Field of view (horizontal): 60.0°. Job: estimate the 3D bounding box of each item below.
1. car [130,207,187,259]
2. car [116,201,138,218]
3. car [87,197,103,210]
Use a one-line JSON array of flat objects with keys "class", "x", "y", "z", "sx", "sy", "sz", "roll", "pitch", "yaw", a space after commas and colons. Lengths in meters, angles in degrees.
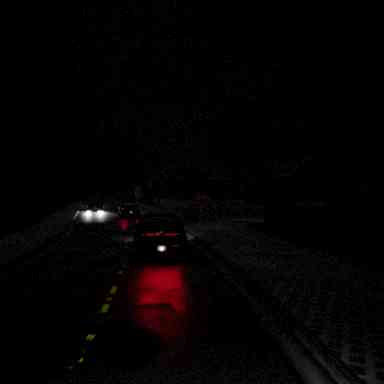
[{"class": "car", "x": -1.317, "y": 1.568, "z": 13.053, "sx": 1.837, "sy": 1.490, "sz": 4.892, "roll": 0, "pitch": 0, "yaw": -8}, {"class": "car", "x": -6.027, "y": 1.596, "z": 31.519, "sx": 1.812, "sy": 1.442, "sz": 4.674, "roll": 1, "pitch": 0, "yaw": -16}, {"class": "car", "x": -12.284, "y": 1.616, "z": 42.258, "sx": 1.895, "sy": 1.301, "sz": 4.718, "roll": 1, "pitch": 0, "yaw": -17}]
